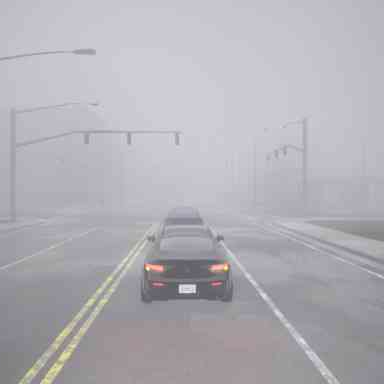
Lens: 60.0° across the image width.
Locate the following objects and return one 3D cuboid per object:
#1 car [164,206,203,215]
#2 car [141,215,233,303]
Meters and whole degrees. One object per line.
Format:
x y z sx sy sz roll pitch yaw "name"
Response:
-0.430 1.478 17.160 1.882 1.535 5.008 0 0 -2 "car"
-0.145 1.526 8.111 1.812 1.442 4.674 0 0 -2 "car"
